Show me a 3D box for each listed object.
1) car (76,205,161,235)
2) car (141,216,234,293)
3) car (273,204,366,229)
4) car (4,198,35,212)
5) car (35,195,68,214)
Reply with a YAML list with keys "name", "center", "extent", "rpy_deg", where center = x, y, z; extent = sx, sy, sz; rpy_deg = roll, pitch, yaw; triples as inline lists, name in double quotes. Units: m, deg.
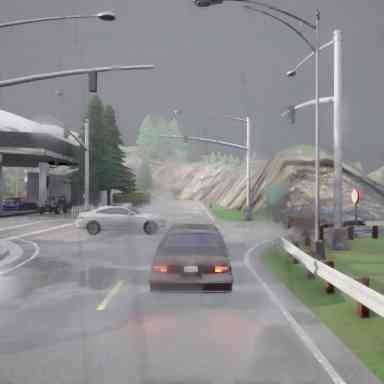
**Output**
- name: "car"
  center: [-3.647, 1.415, 17.461]
  extent: [4.674, 1.442, 1.812]
  rpy_deg: [0, 0, -1]
- name: "car"
  center: [0.032, 1.547, 8.978]
  extent: [2.033, 1.411, 5.357]
  rpy_deg: [0, 0, 1]
- name: "car"
  center: [6.474, 1.359, 17.622]
  extent: [2.033, 1.411, 5.357]
  rpy_deg: [0, 0, -21]
- name: "car"
  center: [-20.315, 1.480, 39.558]
  extent: [2.242, 1.667, 4.611]
  rpy_deg: [0, 0, -1]
- name: "car"
  center: [-14.600, 1.313, 35.292]
  extent: [1.905, 1.878, 3.866]
  rpy_deg: [0, 0, -1]
